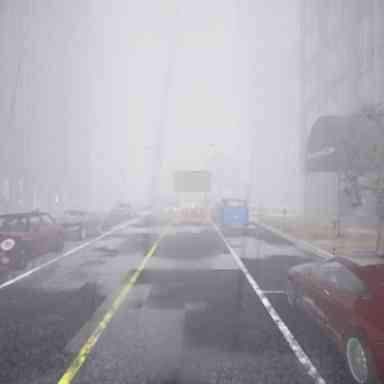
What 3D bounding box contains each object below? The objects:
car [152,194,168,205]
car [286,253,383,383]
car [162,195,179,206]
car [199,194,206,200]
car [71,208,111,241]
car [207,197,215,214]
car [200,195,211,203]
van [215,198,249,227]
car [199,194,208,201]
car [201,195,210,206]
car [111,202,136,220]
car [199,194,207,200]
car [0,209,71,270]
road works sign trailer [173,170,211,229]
[{"bbox_3d":[-5.690,1.425,56.202,2.008,1.369,4.403,0,0,0],"label":"car"},{"bbox_3d":[2.690,1.574,4.967,1.802,1.307,4.206,0,0,0],"label":"car"},{"bbox_3d":[-3.079,1.489,51.071,1.895,1.301,4.718,0,0,0],"label":"car"},{"bbox_3d":[2.691,1.408,61.890,2.008,1.369,4.403,0,0,0],"label":"car"},{"bbox_3d":[-5.691,1.518,16.354,2.008,1.369,4.403,0,0,0],"label":"car"},{"bbox_3d":[2.690,1.510,33.428,1.802,1.307,4.206,0,0,0],"label":"car"},{"bbox_3d":[2.692,1.390,67.583,2.008,1.369,4.403,0,0,0],"label":"car"},{"bbox_3d":[2.690,1.295,22.043,1.690,1.788,3.998,0,0,0],"label":"van"},{"bbox_3d":[2.692,1.236,78.967,1.967,1.590,4.097,0,0,0],"label":"car"},{"bbox_3d":[2.691,1.471,50.506,1.802,1.307,4.206,0,0,0],"label":"car"},{"bbox_3d":[-5.691,1.523,27.738,1.802,1.307,4.206,0,0,0],"label":"car"},{"bbox_3d":[2.692,1.214,84.659,1.967,1.590,4.097,0,0,0],"label":"car"},{"bbox_3d":[-5.691,1.420,10.662,1.967,1.590,4.097,0,0,0],"label":"car"},{"bbox_3d":[0.000,0.421,21.060,2.380,3.560,2.880,0,0,0],"label":"road works sign trailer"}]
